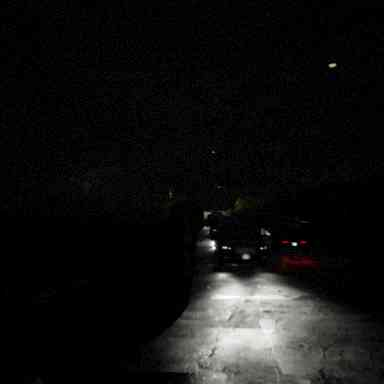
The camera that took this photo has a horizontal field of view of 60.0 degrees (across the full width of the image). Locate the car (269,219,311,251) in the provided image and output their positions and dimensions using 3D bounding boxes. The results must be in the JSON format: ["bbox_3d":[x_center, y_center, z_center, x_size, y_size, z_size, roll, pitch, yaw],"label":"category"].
[{"bbox_3d":[4.869,2.232,17.845,1.837,1.490,4.892,0,-2,3],"label":"car"}]

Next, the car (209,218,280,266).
[{"bbox_3d":[1.937,2.053,13.844,2.128,1.511,4.902,0,-2,2],"label":"car"}]

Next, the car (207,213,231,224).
[{"bbox_3d":[2.278,2.514,24.220,2.033,1.411,5.357,0,-2,2],"label":"car"}]
